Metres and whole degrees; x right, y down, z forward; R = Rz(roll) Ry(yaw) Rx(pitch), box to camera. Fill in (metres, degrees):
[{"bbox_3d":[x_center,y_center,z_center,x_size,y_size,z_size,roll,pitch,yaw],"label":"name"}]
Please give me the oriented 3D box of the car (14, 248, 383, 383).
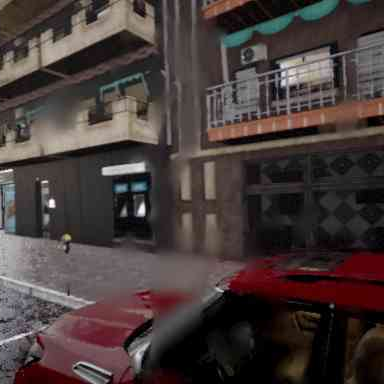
[{"bbox_3d":[0.948,1.319,2.083,5.009,1.841,2.192,-1,-2,36],"label":"car"}]
